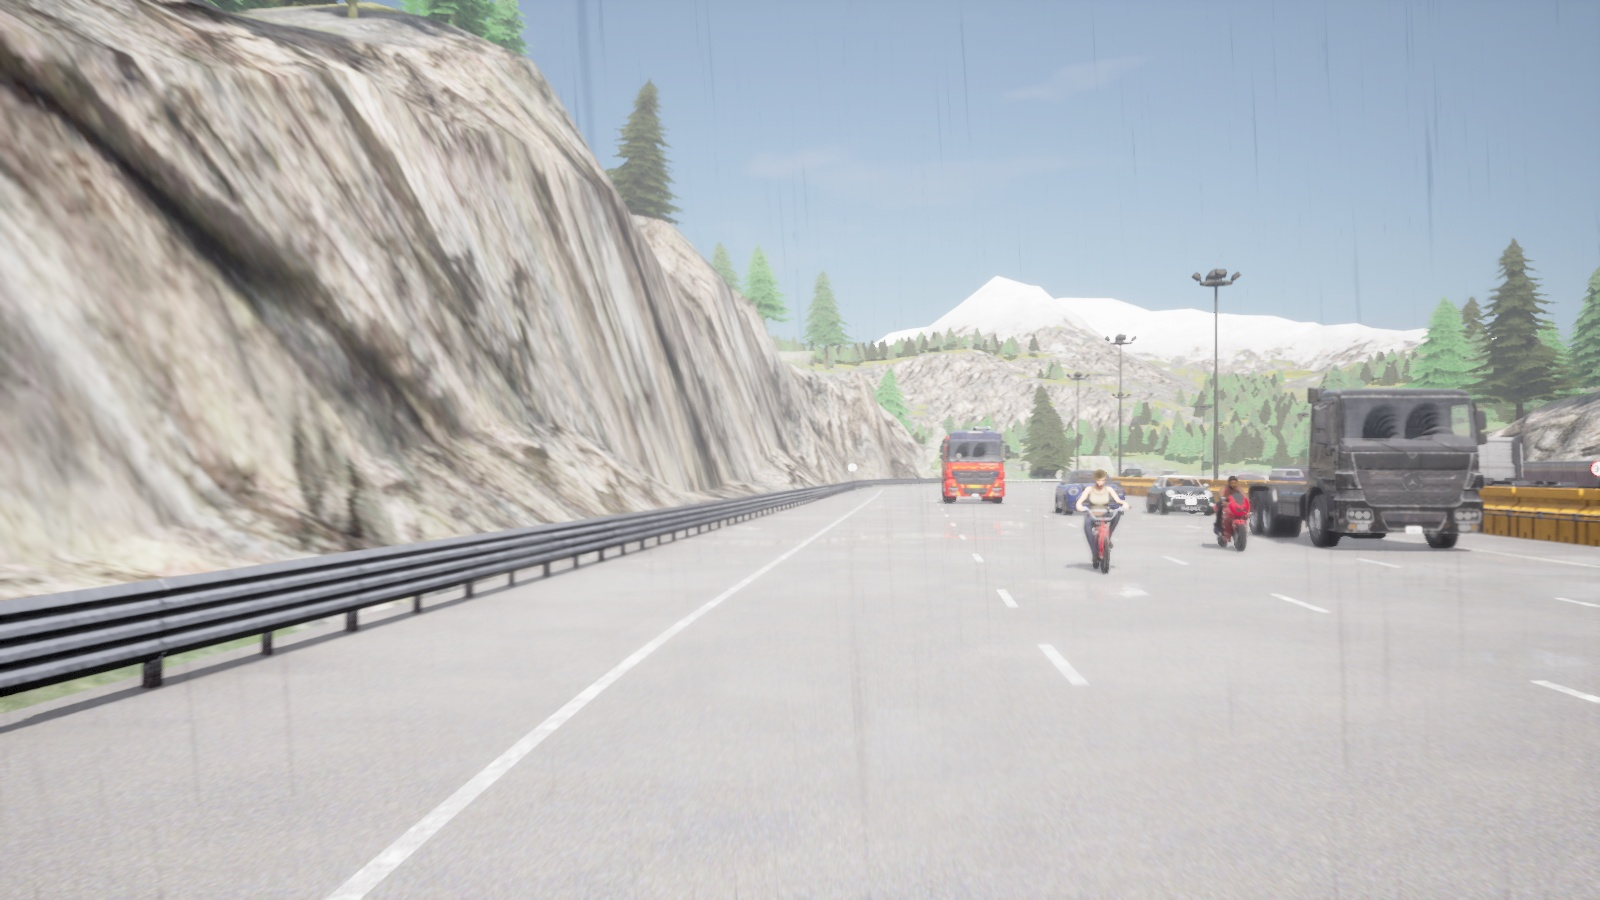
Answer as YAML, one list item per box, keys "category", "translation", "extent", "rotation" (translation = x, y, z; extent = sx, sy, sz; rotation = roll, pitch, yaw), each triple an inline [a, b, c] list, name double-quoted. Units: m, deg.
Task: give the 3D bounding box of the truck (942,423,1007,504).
- category: "truck"
  translation: [8.753, 0.698, 63.840]
  extent: [2.891, 3.827, 8.468]
  rotation: [0, -1, 5]

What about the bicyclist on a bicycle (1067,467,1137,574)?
- category: "bicyclist on a bicycle"
  translation: [4.722, 1.071, 19.722]
  extent: [0.866, 1.612, 1.509]
  rotation: [0, -1, 6]

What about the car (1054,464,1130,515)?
- category: "car"
  translation: [10.667, 1.423, 46.226]
  extent: [2.097, 1.767, 4.553]
  rotation: [0, -1, 5]

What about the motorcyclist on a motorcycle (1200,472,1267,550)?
- category: "motorcyclist on a motorcycle"
  translation: [8.763, 1.204, 25.463]
  extent: [0.797, 1.523, 2.044]
  rotation: [0, -1, 5]

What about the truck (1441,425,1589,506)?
- category: "truck"
  translation: [32.831, 0.736, 58.076]
  extent: [2.891, 3.462, 7.936]
  rotation: [0, -1, 5]

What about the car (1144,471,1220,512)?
- category: "car"
  translation: [14.257, 1.537, 47.054]
  extent: [1.970, 1.475, 3.806]
  rotation: [0, -1, 5]

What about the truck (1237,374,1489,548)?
- category: "truck"
  translation: [12.605, 0.292, 29.035]
  extent: [2.891, 3.462, 7.936]
  rotation: [0, -1, 5]
